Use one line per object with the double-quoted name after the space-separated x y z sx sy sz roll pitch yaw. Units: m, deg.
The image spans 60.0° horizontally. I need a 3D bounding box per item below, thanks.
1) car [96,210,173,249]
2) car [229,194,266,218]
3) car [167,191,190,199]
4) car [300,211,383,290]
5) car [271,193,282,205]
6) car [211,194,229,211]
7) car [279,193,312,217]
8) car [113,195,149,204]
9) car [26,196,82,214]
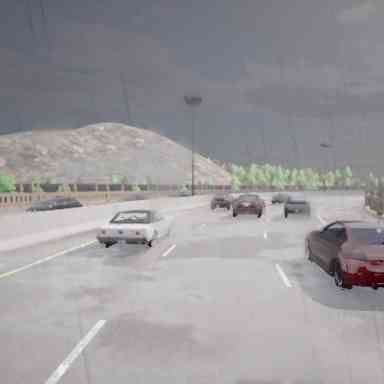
-2.065 1.385 13.577 1.895 1.301 4.718 0 1 9 "car"
4.536 0.947 25.807 2.097 1.767 4.553 0 1 17 "car"
-2.158 0.664 53.685 1.837 1.490 4.892 0 0 31 "car"
4.327 1.427 8.655 1.994 1.385 4.181 0 1 6 "car"
11.600 0.885 42.266 2.033 1.411 5.357 1 1 30 "car"
3.282 0.991 32.687 1.837 1.490 4.892 0 1 21 "car"
8.196 1.087 25.792 2.128 1.511 4.902 0 1 18 "car"
-5.382 1.033 29.877 1.837 1.490 4.892 0 1 19 "car"
-10.378 1.105 25.308 1.837 1.490 4.892 0 0 16 "car"
